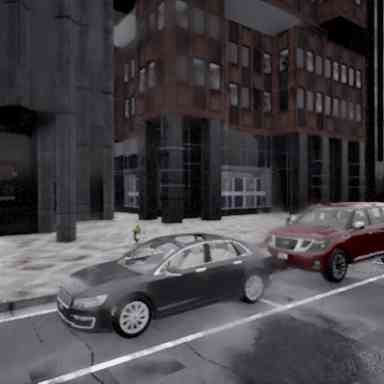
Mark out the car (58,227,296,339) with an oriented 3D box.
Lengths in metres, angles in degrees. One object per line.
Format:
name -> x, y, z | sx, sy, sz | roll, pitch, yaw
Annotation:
car -> -0.258, 1.528, 6.463 | 4.403, 1.369, 2.008 | 0, 0, -35

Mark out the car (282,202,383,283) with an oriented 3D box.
car -> 4.308, 1.254, 9.719 | 5.009, 1.841, 2.192 | 0, 0, -35
